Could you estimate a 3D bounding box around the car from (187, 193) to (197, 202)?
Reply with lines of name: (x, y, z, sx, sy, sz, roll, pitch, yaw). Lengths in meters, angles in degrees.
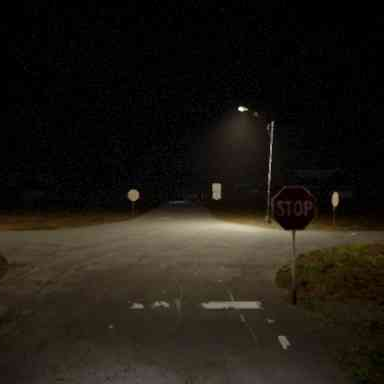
car: (0.001, 1.115, 62.857, 2.128, 1.511, 4.902, 0, 1, 0)

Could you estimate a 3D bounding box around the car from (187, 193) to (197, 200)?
car: (0.001, 0.975, 73.294, 2.033, 1.411, 5.357, 0, 1, 0)

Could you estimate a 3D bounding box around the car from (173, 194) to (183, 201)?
car: (-2.749, 1.183, 67.455, 2.033, 1.411, 5.357, 0, 1, 0)
